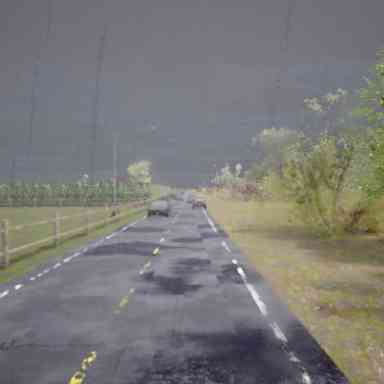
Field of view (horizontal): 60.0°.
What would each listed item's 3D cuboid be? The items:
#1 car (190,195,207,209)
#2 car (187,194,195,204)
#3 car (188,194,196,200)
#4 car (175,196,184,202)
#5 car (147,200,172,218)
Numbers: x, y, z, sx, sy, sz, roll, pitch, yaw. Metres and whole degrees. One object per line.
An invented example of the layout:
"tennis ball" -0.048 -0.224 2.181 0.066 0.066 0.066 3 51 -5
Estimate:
"car" 0.967 1.484 43.957 1.812 1.442 4.674 0 0 0
"car" 0.006 1.468 61.970 2.033 1.411 5.357 0 0 0
"car" 0.009 1.182 82.761 1.837 1.490 4.892 0 0 0
"car" -2.742 1.483 72.236 1.895 1.301 4.718 0 0 0
"car" -2.843 1.457 29.776 1.882 1.535 5.008 0 0 0
